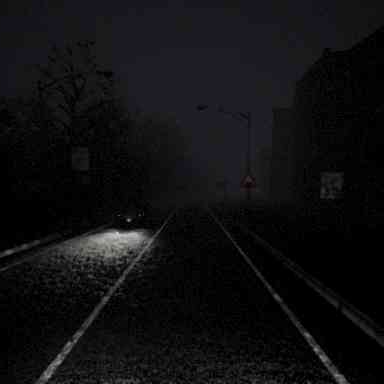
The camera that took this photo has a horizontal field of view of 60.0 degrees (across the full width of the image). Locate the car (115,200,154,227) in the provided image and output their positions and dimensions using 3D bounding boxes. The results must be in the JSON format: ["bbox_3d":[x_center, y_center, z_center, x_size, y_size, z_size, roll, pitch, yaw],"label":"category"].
[{"bbox_3d":[-3.484,1.274,20.817,2.128,1.511,4.902,0,1,0],"label":"car"}]
